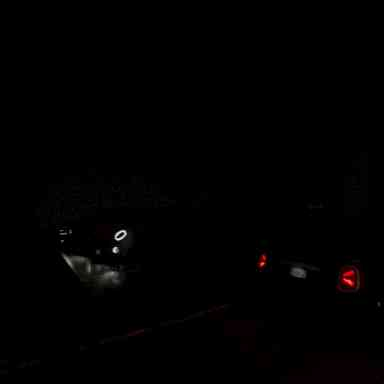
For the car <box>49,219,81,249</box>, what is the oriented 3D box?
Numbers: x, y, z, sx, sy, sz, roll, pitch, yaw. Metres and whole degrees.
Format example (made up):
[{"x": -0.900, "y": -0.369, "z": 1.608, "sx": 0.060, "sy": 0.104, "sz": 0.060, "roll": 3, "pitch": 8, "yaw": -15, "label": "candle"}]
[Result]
[{"x": -3.636, "y": 1.467, "z": 14.740, "sx": 5.008, "sy": 1.535, "sz": 1.882, "roll": -1, "pitch": 0, "yaw": -41, "label": "car"}]

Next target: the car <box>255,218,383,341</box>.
[{"x": 3.373, "y": 1.312, "z": 6.718, "sx": 4.553, "sy": 1.767, "sz": 2.097, "roll": -1, "pitch": 0, "yaw": -39, "label": "car"}]

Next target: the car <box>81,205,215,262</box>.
[{"x": -1.318, "y": 1.331, "z": 12.163, "sx": 4.553, "sy": 1.767, "sz": 2.097, "roll": -1, "pitch": 0, "yaw": -41, "label": "car"}]

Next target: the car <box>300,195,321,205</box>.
[{"x": 17.842, "y": 1.251, "z": 51.118, "sx": 1.837, "sy": 1.490, "sz": 4.892, "roll": 0, "pitch": 0, "yaw": -10, "label": "car"}]
